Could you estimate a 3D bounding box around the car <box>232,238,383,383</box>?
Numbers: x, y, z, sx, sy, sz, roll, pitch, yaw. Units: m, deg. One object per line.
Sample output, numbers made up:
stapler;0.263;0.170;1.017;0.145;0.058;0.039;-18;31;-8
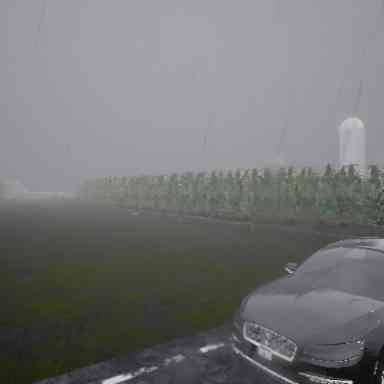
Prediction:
car;2.774;1.531;5.050;4.892;1.490;1.837;0;0;-35
